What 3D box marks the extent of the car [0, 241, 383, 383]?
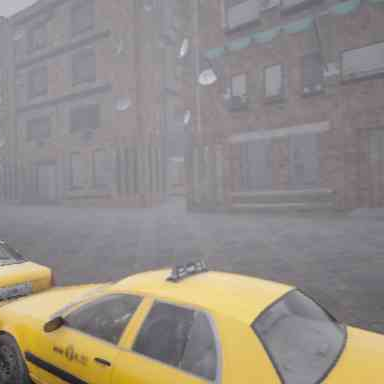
[{"bbox_3d":[-0.275,1.497,3.520,5.366,1.575,1.946,-1,0,35],"label":"car"}]
